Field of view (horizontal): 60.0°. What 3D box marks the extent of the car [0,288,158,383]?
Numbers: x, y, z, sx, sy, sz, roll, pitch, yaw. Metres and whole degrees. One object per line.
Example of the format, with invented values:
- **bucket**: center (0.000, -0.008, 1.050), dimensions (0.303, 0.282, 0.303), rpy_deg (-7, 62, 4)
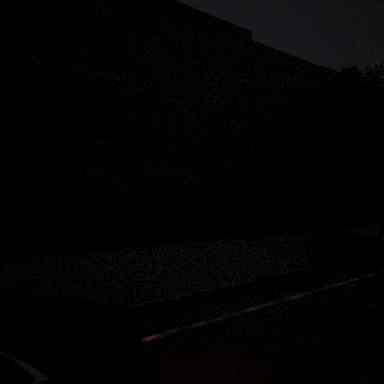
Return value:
- **car**: center (-2.552, 1.505, 1.864), dimensions (4.892, 1.490, 1.837), rpy_deg (0, 0, -35)
